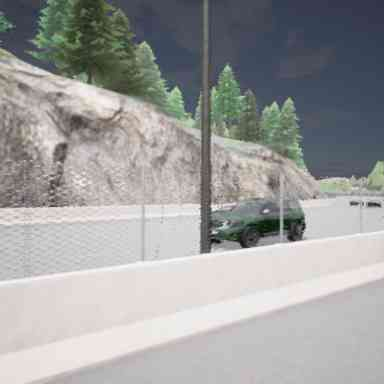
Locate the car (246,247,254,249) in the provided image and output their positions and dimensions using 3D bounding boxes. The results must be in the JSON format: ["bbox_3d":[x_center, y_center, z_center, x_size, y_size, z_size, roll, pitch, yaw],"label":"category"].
[{"bbox_3d":[3.082,1.310,15.392,5.566,2.045,2.150,0,0,-40],"label":"car"}]
